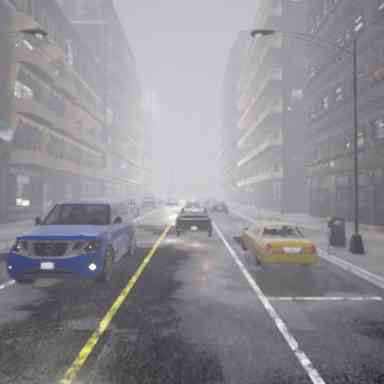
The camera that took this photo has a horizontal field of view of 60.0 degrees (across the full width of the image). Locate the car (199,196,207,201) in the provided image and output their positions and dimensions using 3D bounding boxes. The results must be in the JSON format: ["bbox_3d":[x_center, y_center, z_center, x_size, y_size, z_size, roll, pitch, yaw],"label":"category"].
[{"bbox_3d":[2.712,1.633,85.030,1.947,1.339,4.313,1,0,0],"label":"car"}]

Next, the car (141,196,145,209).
[{"bbox_3d":[-5.668,1.333,28.124,2.192,1.841,5.009,1,0,0],"label":"car"}]

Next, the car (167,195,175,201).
[{"bbox_3d":[-5.635,1.640,90.655,1.947,1.339,4.313,1,0,0],"label":"car"}]

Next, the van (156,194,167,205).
[{"bbox_3d":[-5.672,1.386,62.232,1.690,1.788,3.998,1,0,0],"label":"van"}]

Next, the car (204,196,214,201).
[{"bbox_3d":[2.709,1.551,39.723,1.752,1.417,4.829,1,0,0],"label":"car"}]

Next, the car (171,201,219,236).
[{"bbox_3d":[0.102,1.502,18.293,2.128,1.511,4.902,0,0,0],"label":"car"}]

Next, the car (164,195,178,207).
[{"bbox_3d":[-3.052,1.583,52.152,2.033,1.411,5.357,0,0,1],"label":"car"}]

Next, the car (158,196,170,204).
[{"bbox_3d":[-5.659,1.601,67.917,2.008,1.369,4.403,1,0,0],"label":"car"}]

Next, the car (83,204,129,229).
[{"bbox_3d":[-5.674,1.579,22.440,1.947,1.339,4.313,1,0,0],"label":"car"}]

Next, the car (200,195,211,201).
[{"bbox_3d":[2.711,1.474,50.922,1.967,1.590,4.097,1,0,0],"label":"car"}]

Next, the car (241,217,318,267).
[{"bbox_3d":[2.706,1.531,11.299,1.752,1.417,4.829,1,0,0],"label":"car"}]

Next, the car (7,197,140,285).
[{"bbox_3d":[-3.099,1.227,9.891,2.150,2.045,5.566,0,0,0],"label":"car"}]

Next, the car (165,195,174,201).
[{"bbox_3d":[-5.633,1.508,84.971,1.967,1.590,4.097,1,0,0],"label":"car"}]

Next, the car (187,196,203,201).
[{"bbox_3d":[0.105,1.630,45.080,1.895,1.301,4.718,0,0,0],"label":"car"}]

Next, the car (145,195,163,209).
[{"bbox_3d":[-5.667,1.345,45.178,2.192,1.841,5.009,1,0,0],"label":"car"}]

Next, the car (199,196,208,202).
[{"bbox_3d":[2.711,1.643,79.345,1.802,1.307,4.206,1,0,0],"label":"car"}]

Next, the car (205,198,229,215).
[{"bbox_3d":[2.707,1.587,33.868,1.947,1.339,4.313,1,0,0],"label":"car"}]
